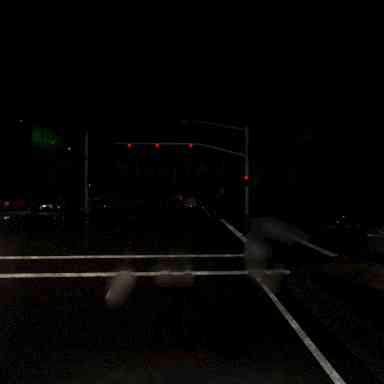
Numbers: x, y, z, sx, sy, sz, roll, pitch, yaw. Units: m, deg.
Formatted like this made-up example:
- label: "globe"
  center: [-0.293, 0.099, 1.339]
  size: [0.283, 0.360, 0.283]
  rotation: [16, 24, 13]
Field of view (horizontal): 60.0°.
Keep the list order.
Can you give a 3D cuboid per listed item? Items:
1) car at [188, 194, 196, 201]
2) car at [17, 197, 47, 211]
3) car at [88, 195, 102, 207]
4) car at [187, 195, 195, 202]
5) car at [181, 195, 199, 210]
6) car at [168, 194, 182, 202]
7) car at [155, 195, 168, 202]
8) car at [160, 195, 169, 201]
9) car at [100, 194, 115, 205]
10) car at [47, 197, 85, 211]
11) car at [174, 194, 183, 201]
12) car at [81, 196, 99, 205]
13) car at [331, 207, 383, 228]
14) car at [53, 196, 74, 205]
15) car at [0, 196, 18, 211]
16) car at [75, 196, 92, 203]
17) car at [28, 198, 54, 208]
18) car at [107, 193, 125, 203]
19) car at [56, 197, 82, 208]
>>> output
- label: "car"
  center: [0.031, 1.416, 84.414]
  size: [1.882, 1.535, 5.008]
  rotation: [0, 0, 1]
- label: "car"
  center: [-18.745, 1.546, 40.902]
  size: [2.033, 1.411, 5.357]
  rotation: [0, 0, 0]
- label: "car"
  center: [-15.226, 1.562, 49.255]
  size: [1.994, 1.385, 4.181]
  rotation: [0, 0, 0]
- label: "car"
  center: [-0.159, 1.519, 74.234]
  size: [1.812, 1.442, 4.674]
  rotation: [0, 0, 1]
- label: "car"
  center: [-0.116, 1.524, 43.216]
  size: [1.812, 1.442, 4.674]
  rotation: [0, 0, 0]
- label: "car"
  center: [-3.656, 1.548, 74.638]
  size: [1.994, 1.385, 4.181]
  rotation: [0, 0, 1]
- label: "car"
  center: [-7.159, 1.534, 74.218]
  size: [2.033, 1.411, 5.357]
  rotation: [0, 0, 1]
- label: "car"
  center: [-6.967, 1.463, 84.580]
  size: [1.812, 1.442, 4.674]
  rotation: [0, 0, 1]
- label: "car"
  center: [-15.230, 1.562, 57.665]
  size: [1.994, 1.385, 4.181]
  rotation: [0, 0, 0]
- label: "car"
  center: [-15.207, 1.490, 40.352]
  size: [2.128, 1.511, 4.902]
  rotation: [0, 0, 0]
- label: "car"
  center: [-3.469, 1.294, 84.467]
  size: [2.097, 1.767, 4.553]
  rotation: [0, 0, 1]
- label: "car"
  center: [-18.716, 1.503, 61.088]
  size: [1.837, 1.490, 4.892]
  rotation: [0, 0, 0]
- label: "car"
  center: [11.625, 1.600, 21.454]
  size: [4.718, 1.301, 1.895]
  rotation: [0, 0, 1]
- label: "car"
  center: [-22.219, 1.524, 57.782]
  size: [1.812, 1.442, 4.674]
  rotation: [0, 0, 0]
- label: "car"
  center: [-22.207, 1.351, 40.409]
  size: [2.097, 1.767, 4.553]
  rotation: [0, 0, 0]
- label: "car"
  center: [-22.179, 1.592, 68.065]
  size: [1.895, 1.301, 4.718]
  rotation: [0, 0, 0]
- label: "car"
  center: [-22.227, 1.562, 49.040]
  size: [1.994, 1.385, 4.181]
  rotation: [0, 0, 0]
- label: "car"
  center: [-15.181, 1.223, 68.146]
  size: [2.150, 2.045, 5.566]
  rotation: [0, 0, 0]
- label: "car"
  center: [-18.731, 1.546, 50.974]
  size: [2.033, 1.411, 5.357]
  rotation: [0, 0, 0]
